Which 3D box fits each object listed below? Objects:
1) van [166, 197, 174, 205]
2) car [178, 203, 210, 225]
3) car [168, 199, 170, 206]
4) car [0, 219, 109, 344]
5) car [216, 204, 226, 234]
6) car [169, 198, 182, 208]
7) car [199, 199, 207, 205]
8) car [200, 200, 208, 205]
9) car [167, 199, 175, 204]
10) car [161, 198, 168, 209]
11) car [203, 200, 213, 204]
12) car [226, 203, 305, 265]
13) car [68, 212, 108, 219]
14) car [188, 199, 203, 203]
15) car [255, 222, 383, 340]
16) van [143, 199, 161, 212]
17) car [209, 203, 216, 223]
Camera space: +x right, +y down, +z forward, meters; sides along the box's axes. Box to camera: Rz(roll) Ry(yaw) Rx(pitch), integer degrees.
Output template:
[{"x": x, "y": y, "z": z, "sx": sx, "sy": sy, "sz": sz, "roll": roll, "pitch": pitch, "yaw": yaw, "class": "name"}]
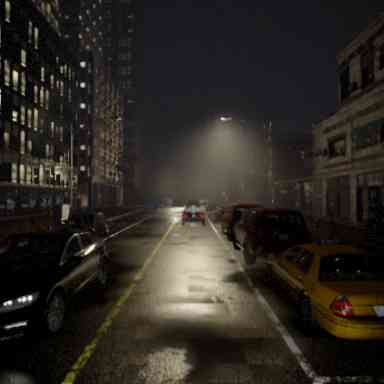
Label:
[{"x": -5.623, "y": 2.284, "z": 84.162, "sx": 1.690, "sy": 1.788, "sz": 3.998, "roll": 0, "pitch": -1, "yaw": 0, "class": "van"}, {"x": 0.121, "y": 1.837, "z": 26.799, "sx": 2.033, "sy": 1.411, "sz": 5.357, "roll": 0, "pitch": -1, "yaw": 0, "class": "car"}, {"x": -5.640, "y": 2.267, "z": 62.013, "sx": 1.802, "sy": 1.307, "sz": 4.206, "roll": 0, "pitch": -1, "yaw": 0, "class": "car"}, {"x": -3.095, "y": 1.566, "z": 6.880, "sx": 2.128, "sy": 1.511, "sz": 4.902, "roll": 0, "pitch": -1, "yaw": 0, "class": "car"}, {"x": 2.708, "y": 1.507, "z": 17.714, "sx": 2.192, "sy": 1.841, "sz": 5.009, "roll": 0, "pitch": -1, "yaw": 0, "class": "car"}, {"x": -2.940, "y": 2.177, "z": 63.233, "sx": 1.882, "sy": 1.535, "sz": 5.008, "roll": 0, "pitch": -1, "yaw": -1, "class": "car"}, {"x": 2.758, "y": 2.488, "z": 84.152, "sx": 1.887, "sy": 1.381, "sz": 4.507, "roll": 0, "pitch": -1, "yaw": 0, "class": "car"}, {"x": 2.754, "y": 2.460, "z": 78.614, "sx": 1.802, "sy": 1.307, "sz": 4.206, "roll": 0, "pitch": -1, "yaw": 0, "class": "car"}, {"x": -5.619, "y": 2.553, "z": 89.697, "sx": 1.887, "sy": 1.381, "sz": 4.507, "roll": 0, "pitch": -1, "yaw": 0, "class": "car"}, {"x": -5.644, "y": 2.145, "z": 56.308, "sx": 1.752, "sy": 1.417, "sz": 4.829, "roll": 0, "pitch": -1, "yaw": 0, "class": "car"}, {"x": 2.728, "y": 2.078, "z": 45.395, "sx": 1.802, "sy": 1.307, "sz": 4.206, "roll": 0, "pitch": -1, "yaw": 0, "class": "car"}, {"x": 2.703, "y": 1.447, "z": 12.178, "sx": 2.192, "sy": 1.841, "sz": 5.009, "roll": 0, "pitch": -1, "yaw": 0, "class": "car"}, {"x": -5.674, "y": 1.757, "z": 17.720, "sx": 1.947, "sy": 1.339, "sz": 4.313, "roll": 0, "pitch": -1, "yaw": 0, "class": "car"}, {"x": 0.135, "y": 1.997, "z": 45.237, "sx": 1.837, "sy": 1.490, "sz": 4.892, "roll": 0, "pitch": -1, "yaw": 0, "class": "car"}, {"x": 2.698, "y": 1.600, "z": 6.809, "sx": 1.752, "sy": 1.417, "sz": 4.829, "roll": 0, "pitch": -1, "yaw": 0, "class": "car"}, {"x": -5.652, "y": 1.837, "z": 45.406, "sx": 1.690, "sy": 1.788, "sz": 3.998, "roll": 0, "pitch": -1, "yaw": 0, "class": "van"}, {"x": 2.715, "y": 1.878, "z": 28.785, "sx": 1.947, "sy": 1.339, "sz": 4.313, "roll": 0, "pitch": -1, "yaw": 0, "class": "car"}]
